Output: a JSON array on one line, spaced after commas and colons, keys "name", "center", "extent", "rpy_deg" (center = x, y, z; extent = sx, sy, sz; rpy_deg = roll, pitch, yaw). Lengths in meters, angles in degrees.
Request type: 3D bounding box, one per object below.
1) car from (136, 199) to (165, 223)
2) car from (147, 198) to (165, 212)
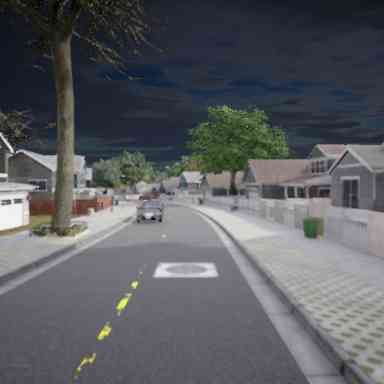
[{"name": "car", "center": [-3.047, 1.443, 24.950], "extent": [2.128, 1.511, 4.902], "rpy_deg": [0, 0, -2]}, {"name": "car", "center": [-4.325, 1.514, 39.822], "extent": [2.033, 1.411, 5.357], "rpy_deg": [0, 0, -7]}]
